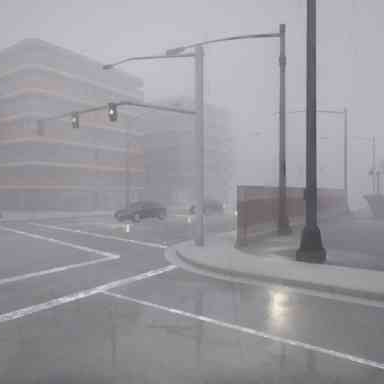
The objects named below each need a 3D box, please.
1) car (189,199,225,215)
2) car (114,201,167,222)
[{"bbox_3d":[1.627,1.505,34.444,1.837,1.490,4.892,0,0,35],"label":"car"},{"bbox_3d":[-3.961,1.505,26.320,1.837,1.490,4.892,0,0,35],"label":"car"}]
